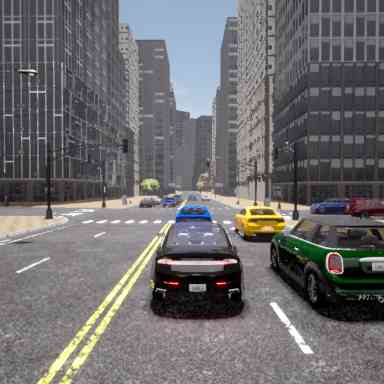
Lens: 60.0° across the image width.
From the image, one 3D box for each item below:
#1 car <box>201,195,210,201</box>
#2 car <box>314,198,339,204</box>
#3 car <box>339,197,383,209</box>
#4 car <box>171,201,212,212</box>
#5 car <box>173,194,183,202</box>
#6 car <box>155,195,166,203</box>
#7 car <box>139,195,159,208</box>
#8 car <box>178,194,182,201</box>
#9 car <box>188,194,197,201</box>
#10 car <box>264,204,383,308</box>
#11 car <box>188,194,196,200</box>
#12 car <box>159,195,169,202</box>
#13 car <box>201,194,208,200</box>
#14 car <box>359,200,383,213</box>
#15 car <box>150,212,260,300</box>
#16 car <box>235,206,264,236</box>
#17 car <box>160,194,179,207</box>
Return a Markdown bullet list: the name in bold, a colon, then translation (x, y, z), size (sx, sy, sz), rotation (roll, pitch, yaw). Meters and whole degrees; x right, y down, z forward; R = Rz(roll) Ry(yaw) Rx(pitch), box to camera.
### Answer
- **car**: translation (3.325, 1.513, 80.672), size (1.895, 1.301, 4.718), rotation (0, 0, 0)
- **car**: translation (14.916, 1.451, 35.228), size (4.553, 1.767, 2.097), rotation (1, 1, 1)
- **car**: translation (16.228, 1.519, 29.425), size (5.009, 1.841, 2.192), rotation (1, 0, 1)
- **car**: translation (0.119, 1.468, 17.843), size (1.882, 1.535, 5.008), rotation (0, 0, 1)
- **car**: translation (-3.179, 1.286, 77.162), size (2.097, 1.767, 4.553), rotation (0, 0, 0)
- **car**: translation (-6.446, 1.448, 68.018), size (1.837, 1.490, 4.892), rotation (0, 0, 0)
- **car**: translation (-6.540, 1.513, 49.110), size (2.033, 1.411, 5.357), rotation (0, 0, 0)
- **car**: translation (-3.272, 1.519, 58.283), size (1.994, 1.385, 4.181), rotation (0, 0, 1)
- **car**: translation (0.075, 1.273, 80.615), size (2.097, 1.767, 4.553), rotation (0, 0, 0)
- **car**: translation (3.357, 1.348, 8.050), size (2.097, 1.767, 4.553), rotation (0, 0, 0)
- **car**: translation (0.084, 1.267, 90.647), size (2.128, 1.511, 4.902), rotation (0, 0, 0)
- **car**: translation (-6.429, 1.482, 77.996), size (1.994, 1.385, 4.181), rotation (0, 0, 0)
- **car**: translation (3.334, 1.337, 90.674), size (1.895, 1.301, 4.718), rotation (0, 0, 0)
- **car**: translation (21.844, 1.643, 37.706), size (4.829, 1.417, 1.752), rotation (1, 0, 1)
- **car**: translation (0.105, 1.488, 8.338), size (2.128, 1.511, 4.902), rotation (0, 0, 0)
- **car**: translation (3.364, 1.469, 17.229), size (1.882, 1.535, 5.008), rotation (0, 0, 0)
- **car**: translation (-3.294, 1.491, 49.538), size (1.812, 1.442, 4.674), rotation (0, 0, 0)
